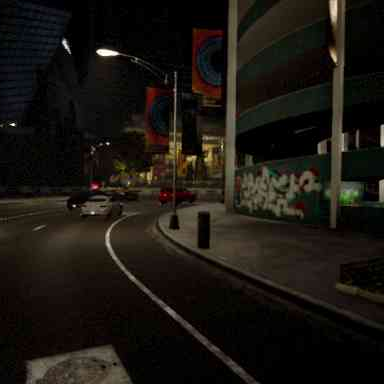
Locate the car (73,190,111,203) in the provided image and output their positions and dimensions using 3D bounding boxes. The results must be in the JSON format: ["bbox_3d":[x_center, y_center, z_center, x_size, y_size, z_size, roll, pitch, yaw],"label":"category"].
[{"bbox_3d":[-12.224,0.481,41.099,1.812,1.442,4.674,1,1,25],"label":"car"}]

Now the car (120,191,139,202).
[{"bbox_3d":[-8.364,0.577,41.108,1.994,1.385,4.181,1,1,28],"label":"car"}]

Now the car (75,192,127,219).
[{"bbox_3d":[-5.949,0.969,22.270,1.812,1.442,4.674,1,1,0],"label":"car"}]

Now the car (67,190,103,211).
[{"bbox_3d":[-8.823,0.775,28.524,1.837,1.490,4.892,0,1,9],"label":"car"}]

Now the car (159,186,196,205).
[{"bbox_3d":[-1.627,0.391,38.322,2.150,2.045,5.566,1,1,28],"label":"car"}]
